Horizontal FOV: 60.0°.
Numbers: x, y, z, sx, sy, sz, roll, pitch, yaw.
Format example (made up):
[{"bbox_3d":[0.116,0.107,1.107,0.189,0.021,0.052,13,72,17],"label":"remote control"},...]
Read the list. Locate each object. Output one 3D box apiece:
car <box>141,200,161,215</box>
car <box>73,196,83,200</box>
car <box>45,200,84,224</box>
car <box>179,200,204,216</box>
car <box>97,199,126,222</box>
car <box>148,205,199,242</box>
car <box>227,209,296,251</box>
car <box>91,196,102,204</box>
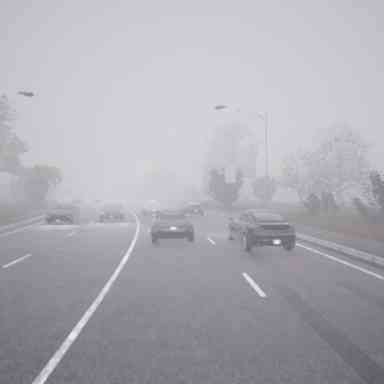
[{"bbox_3d":[-4.103,1.532,33.849,1.812,1.442,4.674,0,0,-13],"label":"car"},{"bbox_3d":[-21.883,1.550,63.806,2.033,1.411,5.357,0,0,-23],"label":"car"},{"bbox_3d":[-9.595,1.560,25.268,2.033,1.411,5.357,0,0,-11],"label":"car"},{"bbox_3d":[-0.146,1.527,32.170,1.812,1.442,4.674,0,0,-12],"label":"car"},{"bbox_3d":[-6.299,1.534,26.481,1.812,1.442,4.674,0,0,-11],"label":"car"},{"bbox_3d":[-1.048,1.565,16.566,1.994,1.385,4.181,0,0,-6],"label":"car"},{"bbox_3d":[2.755,1.499,14.065,1.837,1.490,4.892,0,0,-5],"label":"car"},{"bbox_3d":[-18.660,1.531,65.171,1.812,1.442,4.674,0,0,-23],"label":"car"}]
